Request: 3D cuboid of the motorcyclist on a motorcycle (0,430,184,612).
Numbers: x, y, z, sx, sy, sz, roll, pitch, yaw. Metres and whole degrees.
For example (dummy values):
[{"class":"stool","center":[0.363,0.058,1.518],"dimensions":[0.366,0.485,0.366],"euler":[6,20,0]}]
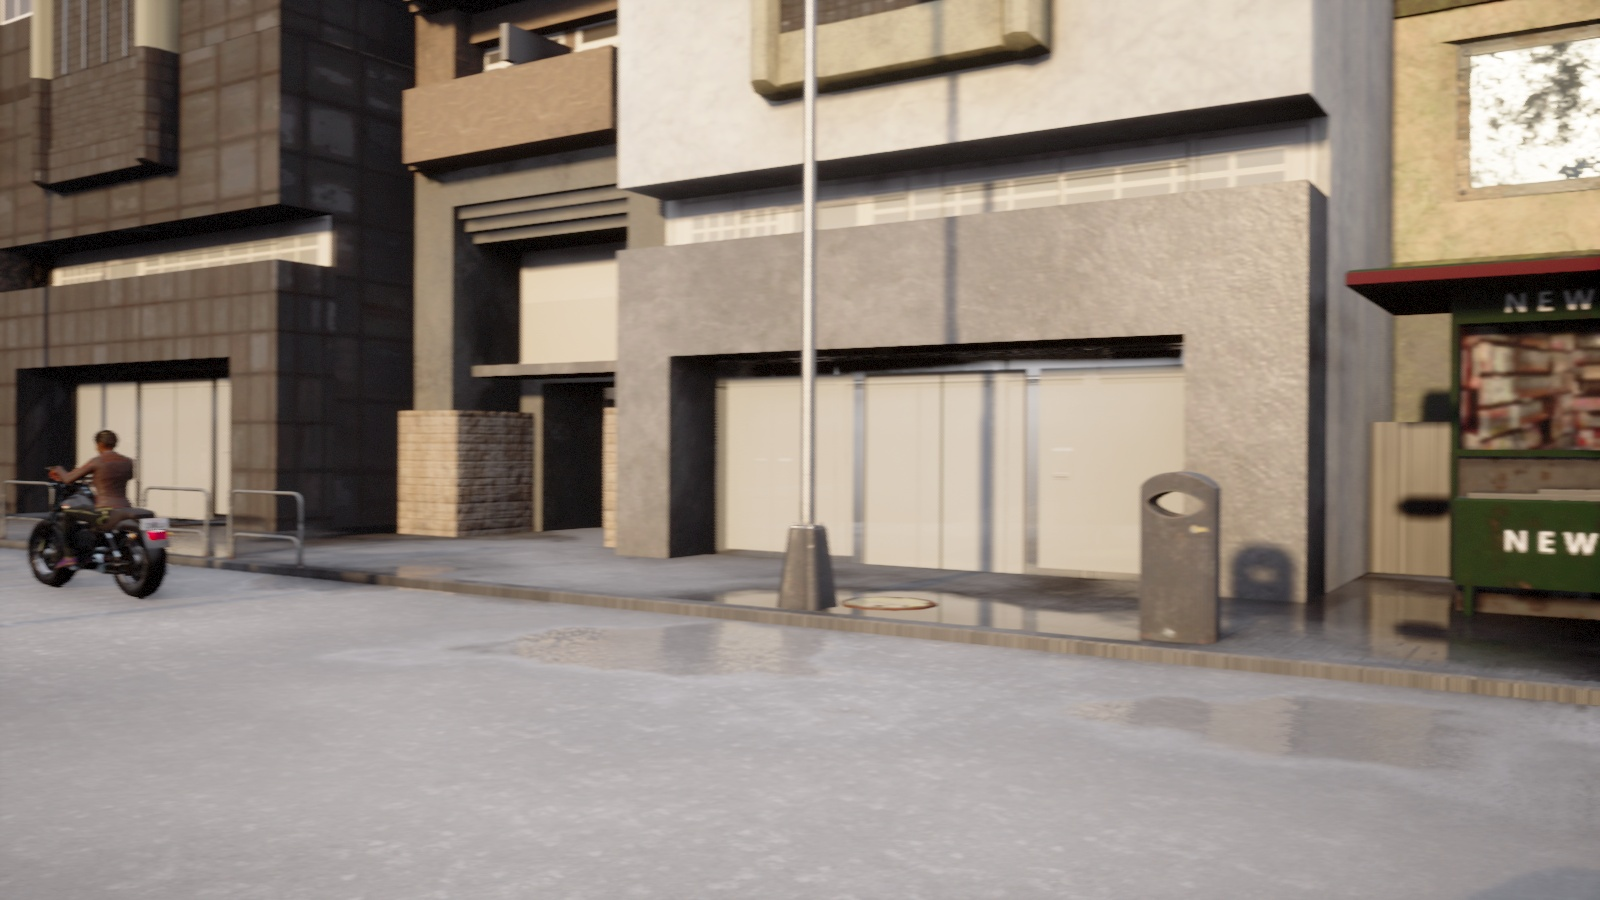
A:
[{"class":"motorcyclist on a motorcycle","center":[-7.072,0.637,12.319],"dimensions":[2.350,1.649,0.766],"euler":[0,0,34]}]
